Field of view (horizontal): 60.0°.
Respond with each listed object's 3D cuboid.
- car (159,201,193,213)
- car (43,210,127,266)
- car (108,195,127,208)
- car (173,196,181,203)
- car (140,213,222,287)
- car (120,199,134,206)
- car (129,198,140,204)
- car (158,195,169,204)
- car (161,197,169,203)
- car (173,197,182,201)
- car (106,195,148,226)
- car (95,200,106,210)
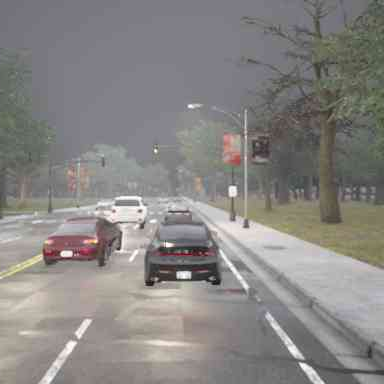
[{"bbox_3d":[-0.962,1.619,23.539,2.128,1.511,4.902,0,0,-2],"label":"car"},{"bbox_3d":[-3.631,1.590,11.647,1.812,1.442,4.674,0,0,-3],"label":"car"},{"bbox_3d":[-12.293,1.538,55.471,2.150,2.045,5.566,0,0,-2],"label":"car"},{"bbox_3d":[-3.830,1.915,86.076,2.128,1.511,4.902,0,0,-3],"label":"car"},{"bbox_3d":[-0.279,1.554,9.533,1.837,1.490,4.892,0,-1,-3],"label":"car"},{"bbox_3d":[-12.679,1.980,65.343,1.895,1.301,4.718,0,0,-2],"label":"car"},{"bbox_3d":[-13.120,2.012,75.651,1.895,1.301,4.718,0,0,-3],"label":"car"},{"bbox_3d":[-6.642,1.674,76.300,2.150,2.045,5.566,0,0,-3],"label":"car"},{"bbox_3d":[-7.114,1.996,86.763,1.882,1.535,5.008,0,0,-3],"label":"car"},{"bbox_3d":[-3.361,1.981,75.671,2.033,1.411,5.357,0,0,-3],"label":"car"},{"bbox_3d":[-4.305,1.350,23.090,2.150,2.045,5.566,0,0,-6],"label":"car"},{"bbox_3d":[-11.864,1.784,45.676,1.812,1.442,4.674,0,0,-2],"label":"car"}]
